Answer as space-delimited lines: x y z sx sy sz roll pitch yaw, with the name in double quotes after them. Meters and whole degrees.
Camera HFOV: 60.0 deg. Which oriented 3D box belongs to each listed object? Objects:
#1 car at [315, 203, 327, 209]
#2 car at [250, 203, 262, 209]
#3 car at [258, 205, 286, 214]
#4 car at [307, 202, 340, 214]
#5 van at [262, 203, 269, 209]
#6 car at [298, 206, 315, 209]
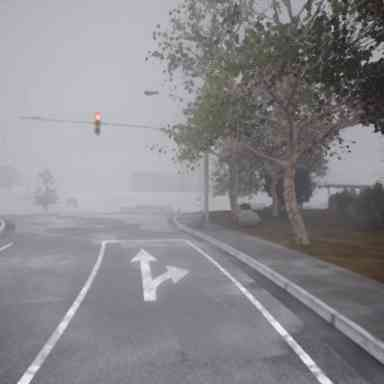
23.895 3.481 66.793 2.097 1.535 5.008 4 -7 -37 "car"
9.797 3.305 62.132 1.946 1.575 5.366 3 -7 -37 "car"
15.347 3.416 64.098 2.163 1.488 4.792 3 -7 -38 "car"
26.710 3.268 67.733 2.435 2.045 5.566 3 -7 -38 "car"
12.593 3.119 63.109 1.878 1.987 4.442 3 -7 -37 "van"
21.053 3.448 65.878 2.231 1.521 4.892 3 -7 -38 "car"
